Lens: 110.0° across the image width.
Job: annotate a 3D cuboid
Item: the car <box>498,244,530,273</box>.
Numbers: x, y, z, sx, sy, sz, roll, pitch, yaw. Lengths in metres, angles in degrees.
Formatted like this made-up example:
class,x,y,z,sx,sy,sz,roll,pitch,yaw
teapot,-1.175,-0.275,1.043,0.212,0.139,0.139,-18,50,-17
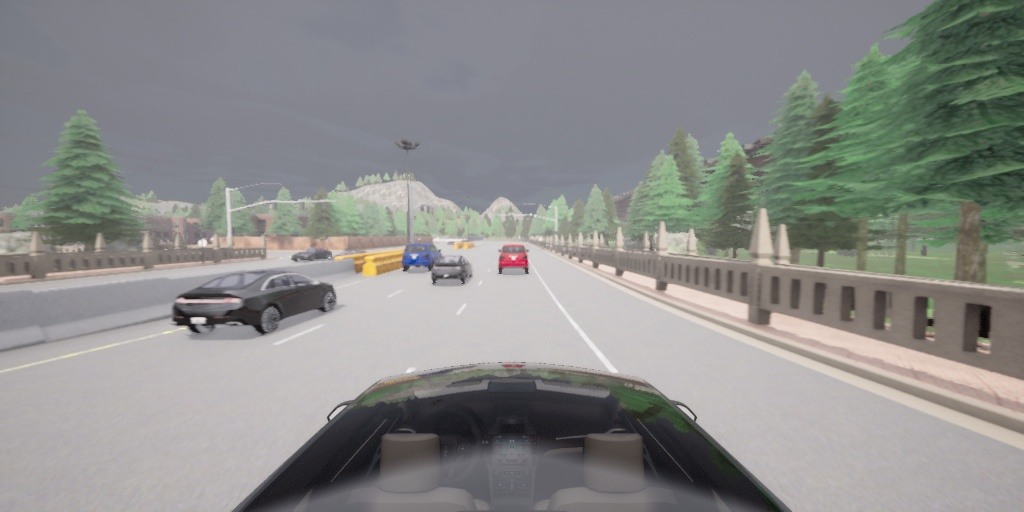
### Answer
class,x,y,z,sx,sy,sz,roll,pitch,yaw
car,0.130,0.106,26.657,2.150,2.045,5.566,0,3,1

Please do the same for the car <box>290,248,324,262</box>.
class,x,y,z,sx,sy,sz,roll,pitch,yaw
car,-20.913,-0.175,37.807,2.033,1.411,5.357,0,3,0

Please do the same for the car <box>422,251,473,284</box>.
class,x,y,z,sx,sy,sz,roll,pitch,yaw
car,-3.390,0.690,20.851,2.128,1.511,4.902,0,3,0

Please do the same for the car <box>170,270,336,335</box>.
class,x,y,z,sx,sy,sz,roll,pitch,yaw
car,-6.901,1.151,10.309,2.128,1.511,4.902,0,1,0

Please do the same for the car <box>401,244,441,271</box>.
class,x,y,z,sx,sy,sz,roll,pitch,yaw
car,-6.860,0.035,27.921,2.150,2.045,5.566,0,3,1

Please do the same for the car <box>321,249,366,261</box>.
class,x,y,z,sx,sy,sz,roll,pitch,yaw
car,-14.008,0.174,31.396,2.033,1.411,5.357,0,3,1
